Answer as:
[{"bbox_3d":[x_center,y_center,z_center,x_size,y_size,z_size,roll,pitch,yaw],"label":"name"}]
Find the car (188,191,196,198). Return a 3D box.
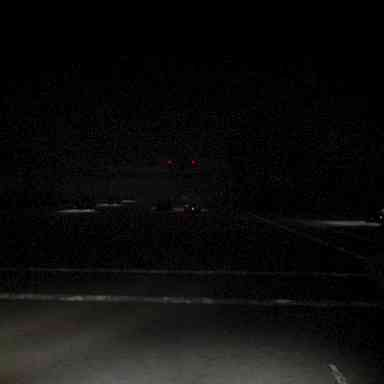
[{"bbox_3d":[-0.013,0.597,88.989,2.097,1.767,4.553,0,1,0],"label":"car"}]

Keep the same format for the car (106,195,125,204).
[{"bbox_3d":[-14.043,1.390,59.904,1.837,1.490,4.892,0,1,0],"label":"car"}]

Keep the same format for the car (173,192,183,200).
[{"bbox_3d":[-3.511,0.933,78.953,2.097,1.767,4.553,0,1,0],"label":"car"}]

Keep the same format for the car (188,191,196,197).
[{"bbox_3d":[-0.011,1.102,79.020,1.812,1.442,4.674,0,1,0],"label":"car"}]

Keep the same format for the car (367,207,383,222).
[{"bbox_3d":[15.828,1.424,25.184,4.553,1.767,2.097,0,0,-2],"label":"car"}]

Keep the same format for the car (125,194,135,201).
[{"bbox_3d":[-14.011,1.203,74.559,2.033,1.411,5.357,0,1,0],"label":"car"}]

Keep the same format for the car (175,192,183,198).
[{"bbox_3d":[-3.513,0.793,89.022,1.994,1.385,4.181,0,1,0],"label":"car"}]

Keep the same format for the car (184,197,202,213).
[{"bbox_3d":[0.096,1.583,38.062,1.812,1.442,4.674,0,0,0],"label":"car"}]

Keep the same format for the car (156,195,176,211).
[{"bbox_3d":[-3.405,1.518,42.206,1.882,1.535,5.008,0,0,0],"label":"car"}]

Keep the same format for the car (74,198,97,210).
[{"bbox_3d":[-14.091,1.535,44.127,1.837,1.490,4.892,0,0,0],"label":"car"}]
